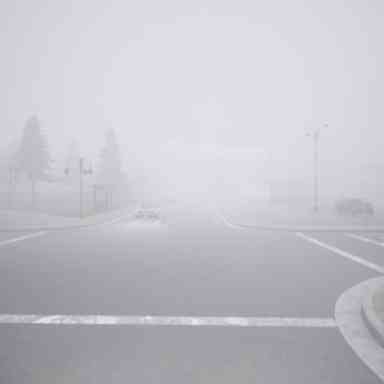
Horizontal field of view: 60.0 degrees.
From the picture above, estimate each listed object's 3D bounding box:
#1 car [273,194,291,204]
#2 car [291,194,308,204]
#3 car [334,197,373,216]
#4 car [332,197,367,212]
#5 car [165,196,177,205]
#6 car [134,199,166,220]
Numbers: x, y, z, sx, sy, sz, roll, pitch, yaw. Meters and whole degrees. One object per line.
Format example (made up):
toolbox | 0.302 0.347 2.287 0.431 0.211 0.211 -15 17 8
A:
car | 14.301 1.175 54.884 2.007 1.523 4.514 0 0 0
car | 17.438 1.166 54.900 2.152 1.636 5.027 0 0 0
car | 14.007 1.287 28.852 1.845 1.501 3.633 0 0 0
car | 17.074 1.276 36.238 1.970 1.475 3.806 0 0 0
car | -3.405 1.338 53.200 1.994 1.385 4.181 0 0 0
car | -3.452 1.521 27.055 1.895 1.301 4.718 0 0 0
